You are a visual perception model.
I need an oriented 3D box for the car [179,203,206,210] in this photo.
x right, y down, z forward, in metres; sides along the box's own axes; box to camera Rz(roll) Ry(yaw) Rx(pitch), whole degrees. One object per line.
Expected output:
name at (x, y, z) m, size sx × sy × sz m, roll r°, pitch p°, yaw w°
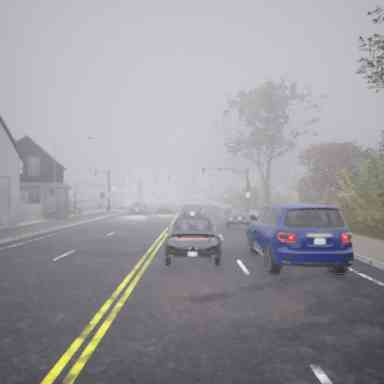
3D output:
car at (0.035, 1.703, 27.192) m, size 2.097 × 1.767 × 4.553 m, roll 0°, pitch -1°, yaw 1°

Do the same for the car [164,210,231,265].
car at (0.040, 1.653, 12.280) m, size 2.128 × 1.511 × 4.902 m, roll 0°, pitch -1°, yaw 1°

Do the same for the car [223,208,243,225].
car at (3.264, 1.874, 25.107) m, size 2.033 × 1.411 × 5.357 m, roll 0°, pitch -1°, yaw 0°

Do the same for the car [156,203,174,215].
car at (-3.307, 2.098, 41.938) m, size 1.994 × 1.385 × 4.181 m, roll 0°, pitch -1°, yaw 1°

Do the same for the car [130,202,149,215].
car at (-6.556, 2.027, 42.089) m, size 2.128 × 1.511 × 4.902 m, roll 0°, pitch -1°, yaw 1°

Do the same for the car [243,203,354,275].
car at (3.277, 1.370, 11.150) m, size 2.150 × 2.045 × 5.566 m, roll 0°, pitch 0°, yaw 0°
